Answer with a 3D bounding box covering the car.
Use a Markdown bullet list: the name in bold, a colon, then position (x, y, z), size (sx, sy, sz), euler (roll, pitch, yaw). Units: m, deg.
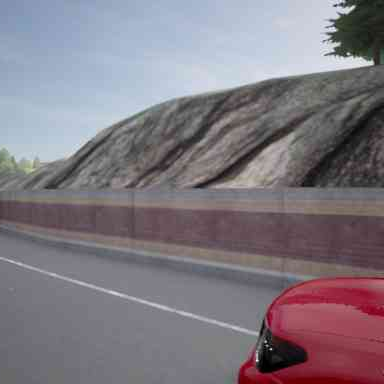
- **car**: position (3.041, 1.233, 1.879), size (5.566, 2.045, 2.150), euler (0, 0, 35)
